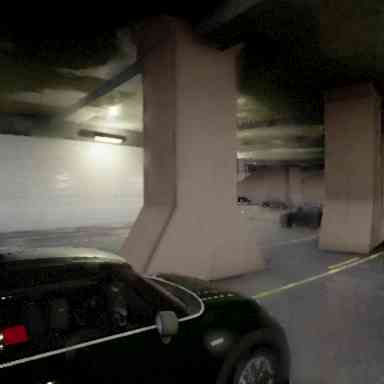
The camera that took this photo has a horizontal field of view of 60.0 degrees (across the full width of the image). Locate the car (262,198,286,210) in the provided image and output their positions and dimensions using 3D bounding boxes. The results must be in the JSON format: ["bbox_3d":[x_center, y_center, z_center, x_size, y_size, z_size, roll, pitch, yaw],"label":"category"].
[{"bbox_3d":[10.162,1.461,41.235,2.033,1.411,5.357,0,0,-3],"label":"car"}]

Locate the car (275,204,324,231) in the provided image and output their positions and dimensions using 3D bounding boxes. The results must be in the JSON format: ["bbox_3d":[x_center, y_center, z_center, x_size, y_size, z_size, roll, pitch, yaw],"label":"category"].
[{"bbox_3d":[7.069,1.545,20.548,1.895,1.301,4.718,0,0,36],"label":"car"}]

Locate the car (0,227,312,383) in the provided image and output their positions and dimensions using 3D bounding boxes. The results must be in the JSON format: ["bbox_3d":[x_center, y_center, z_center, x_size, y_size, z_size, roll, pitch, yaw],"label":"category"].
[{"bbox_3d":[-1.126,1.360,3.188,4.553,1.767,2.097,0,0,-36],"label":"car"}]

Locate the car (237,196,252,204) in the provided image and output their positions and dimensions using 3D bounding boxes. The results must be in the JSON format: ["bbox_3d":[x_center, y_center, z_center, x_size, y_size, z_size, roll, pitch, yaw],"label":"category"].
[{"bbox_3d":[9.195,1.435,60.749,1.812,1.442,4.674,0,0,-17],"label":"car"}]
